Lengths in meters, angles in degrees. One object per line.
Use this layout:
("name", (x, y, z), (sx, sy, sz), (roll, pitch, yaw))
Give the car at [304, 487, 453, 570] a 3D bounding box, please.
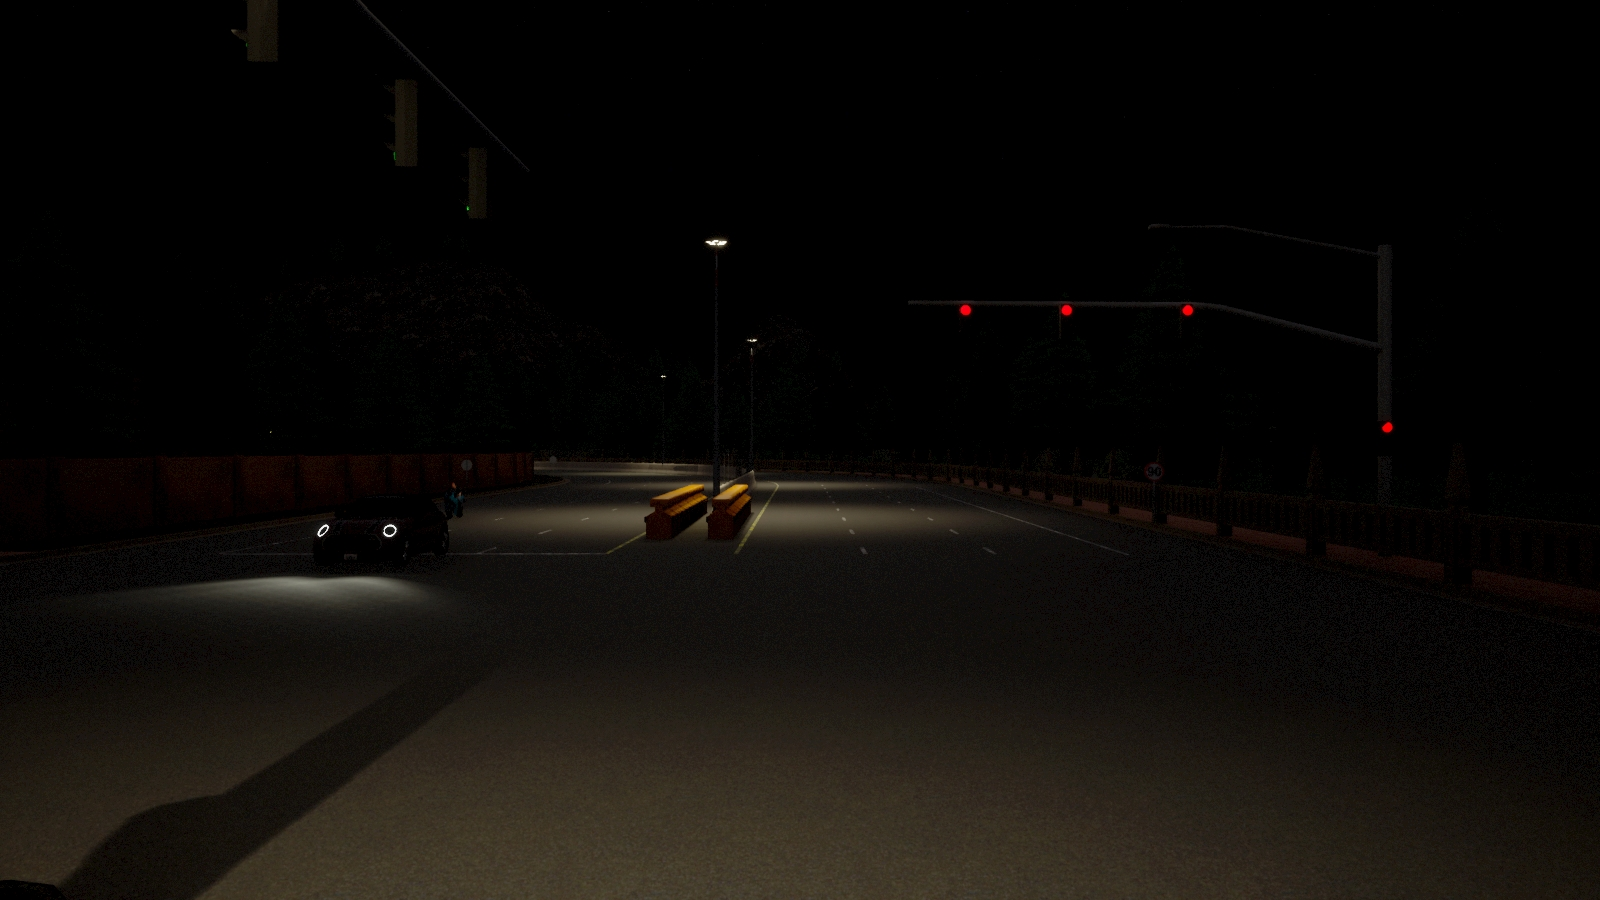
("car", (-10.504, 1.906, 28.861), (2.097, 1.767, 4.553), (0, 0, 0))
